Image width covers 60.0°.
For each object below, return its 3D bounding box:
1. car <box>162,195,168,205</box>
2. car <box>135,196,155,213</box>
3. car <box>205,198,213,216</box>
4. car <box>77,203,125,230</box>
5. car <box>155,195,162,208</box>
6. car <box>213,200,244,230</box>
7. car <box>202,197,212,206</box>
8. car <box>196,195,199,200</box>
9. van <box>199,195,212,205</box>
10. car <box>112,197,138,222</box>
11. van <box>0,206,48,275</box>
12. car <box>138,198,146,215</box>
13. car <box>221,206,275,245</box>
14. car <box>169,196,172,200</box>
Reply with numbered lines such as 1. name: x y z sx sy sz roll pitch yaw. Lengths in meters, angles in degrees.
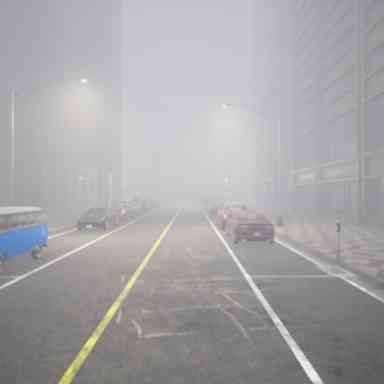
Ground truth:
1. car: -5.991 1.701 60.682 1.802 1.307 4.206 1 0 0
2. car: -5.936 1.393 38.186 2.192 1.841 5.009 1 0 0
3. car: 2.600 1.613 32.588 1.887 1.381 4.507 1 0 0
4. car: -5.899 1.610 21.312 1.947 1.339 4.313 1 0 0
5. car: -5.963 1.538 49.434 1.967 1.590 4.097 1 0 0
6. car: 2.628 1.486 21.340 1.967 1.590 4.097 1 0 0
7. car: 2.587 1.630 38.213 2.008 1.369 4.403 1 0 0
8. car: 2.524 1.446 66.337 2.192 1.841 5.009 1 0 0
9. van: 2.550 1.452 55.087 1.690 1.788 3.998 1 0 0
10. car: -5.911 1.496 26.937 1.967 1.590 4.097 1 0 0
11. van: -5.870 1.362 10.064 1.690 1.788 3.998 1 0 0
12. car: -5.925 1.592 32.391 1.752 1.417 4.829 1 0 0
13. car: 2.640 1.579 15.715 1.887 1.381 4.507 1 0 0
14. car: -6.017 1.685 71.931 1.887 1.381 4.507 1 0 0
